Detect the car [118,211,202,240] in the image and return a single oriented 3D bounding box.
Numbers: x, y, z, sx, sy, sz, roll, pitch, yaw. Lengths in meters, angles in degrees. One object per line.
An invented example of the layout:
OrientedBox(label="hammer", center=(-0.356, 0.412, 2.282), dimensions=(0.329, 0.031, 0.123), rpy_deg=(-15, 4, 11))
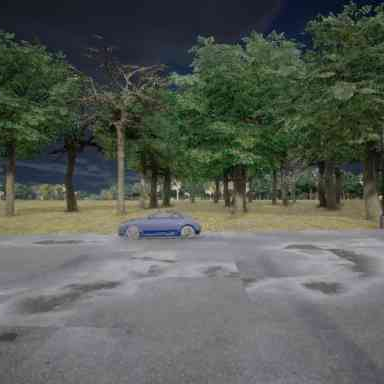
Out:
OrientedBox(label="car", center=(-1.577, 1.649, 16.874), dimensions=(4.181, 1.385, 1.994), rpy_deg=(-1, -2, 2))
